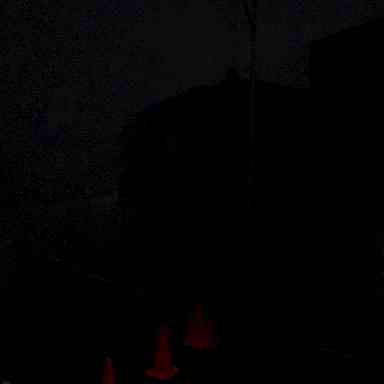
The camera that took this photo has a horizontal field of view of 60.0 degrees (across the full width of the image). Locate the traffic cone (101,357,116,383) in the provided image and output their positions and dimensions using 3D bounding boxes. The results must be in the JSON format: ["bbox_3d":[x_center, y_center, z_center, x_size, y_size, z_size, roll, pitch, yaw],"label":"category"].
[{"bbox_3d":[-0.868,2.013,3.444,0.340,0.580,0.340,0,-1,29],"label":"traffic cone"}]

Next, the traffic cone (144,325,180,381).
[{"bbox_3d":[-0.382,2.035,4.317,0.340,0.580,0.340,0,-1,29],"label":"traffic cone"}]

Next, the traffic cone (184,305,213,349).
[{"bbox_3d":[0.105,2.058,5.191,0.340,0.580,0.340,0,-1,29],"label":"traffic cone"}]
